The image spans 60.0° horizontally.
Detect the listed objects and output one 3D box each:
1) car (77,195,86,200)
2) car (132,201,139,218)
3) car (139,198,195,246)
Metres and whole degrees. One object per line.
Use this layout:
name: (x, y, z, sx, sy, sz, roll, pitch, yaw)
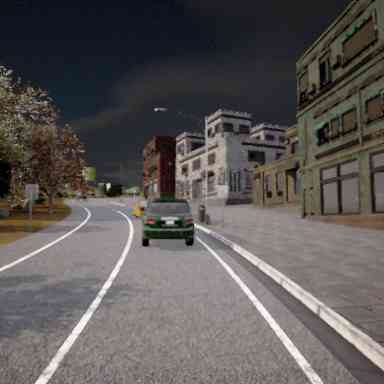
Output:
car: (-24.138, 1.133, 72.882, 1.895, 1.301, 4.718, 2, 0, -17)
car: (-4.308, 1.535, 30.368, 1.882, 1.535, 5.008, 1, 0, -15)
car: (-1.225, 1.275, 15.468, 2.150, 2.045, 5.566, 1, 0, -8)
